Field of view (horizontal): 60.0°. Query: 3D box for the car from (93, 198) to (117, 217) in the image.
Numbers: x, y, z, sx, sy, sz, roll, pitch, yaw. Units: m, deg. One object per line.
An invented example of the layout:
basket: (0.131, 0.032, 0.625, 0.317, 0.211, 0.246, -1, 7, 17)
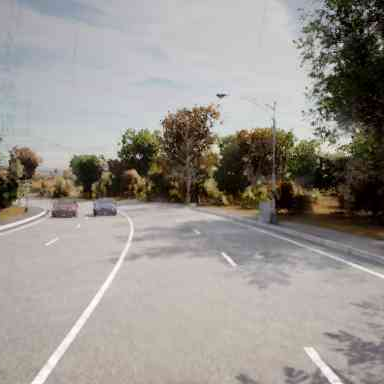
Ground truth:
car: (-8.312, 1.354, 31.878, 2.097, 1.767, 4.553, -1, 0, -15)

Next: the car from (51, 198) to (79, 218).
car: (-11.638, 1.428, 30.786, 2.097, 1.767, 4.553, -1, 0, -15)
